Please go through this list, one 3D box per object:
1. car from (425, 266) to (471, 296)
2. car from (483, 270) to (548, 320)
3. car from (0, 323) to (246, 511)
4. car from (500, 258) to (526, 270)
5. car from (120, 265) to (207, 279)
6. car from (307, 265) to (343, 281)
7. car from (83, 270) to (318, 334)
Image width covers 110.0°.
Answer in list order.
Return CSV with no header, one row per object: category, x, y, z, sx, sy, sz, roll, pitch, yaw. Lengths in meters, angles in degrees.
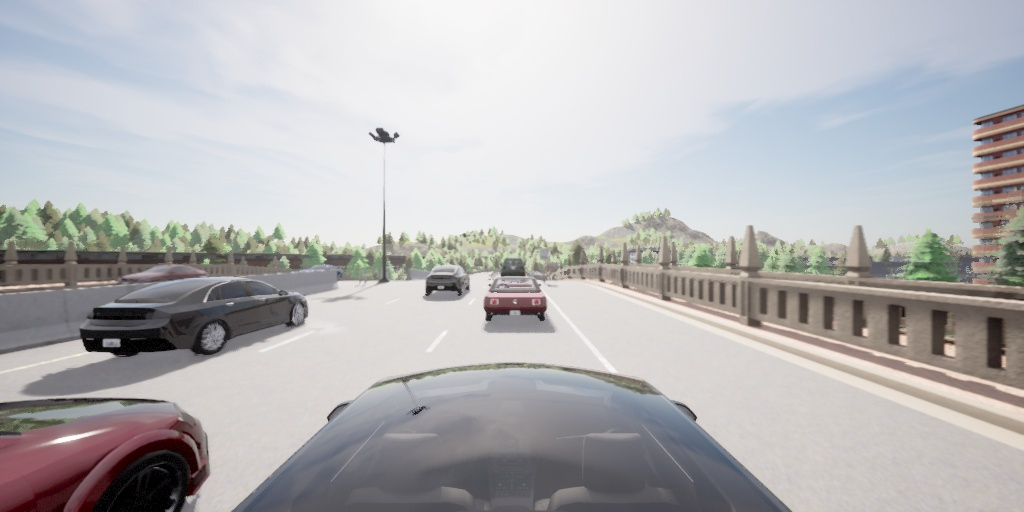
car,-3.405,1.259,19.572,1.837,1.490,4.892,0,0,0
car,0.098,1.353,12.548,1.895,1.301,4.718,0,0,0
car,-3.397,1.314,1.110,1.994,1.385,4.181,0,0,0
car,0.093,1.273,32.835,2.150,2.045,5.566,0,-3,0
car,-21.052,1.284,21.930,1.812,1.442,4.674,0,0,1
car,-17.518,1.551,33.154,1.882,1.535,5.008,0,-3,0
car,-6.902,1.256,8.604,1.837,1.490,4.892,0,0,0
